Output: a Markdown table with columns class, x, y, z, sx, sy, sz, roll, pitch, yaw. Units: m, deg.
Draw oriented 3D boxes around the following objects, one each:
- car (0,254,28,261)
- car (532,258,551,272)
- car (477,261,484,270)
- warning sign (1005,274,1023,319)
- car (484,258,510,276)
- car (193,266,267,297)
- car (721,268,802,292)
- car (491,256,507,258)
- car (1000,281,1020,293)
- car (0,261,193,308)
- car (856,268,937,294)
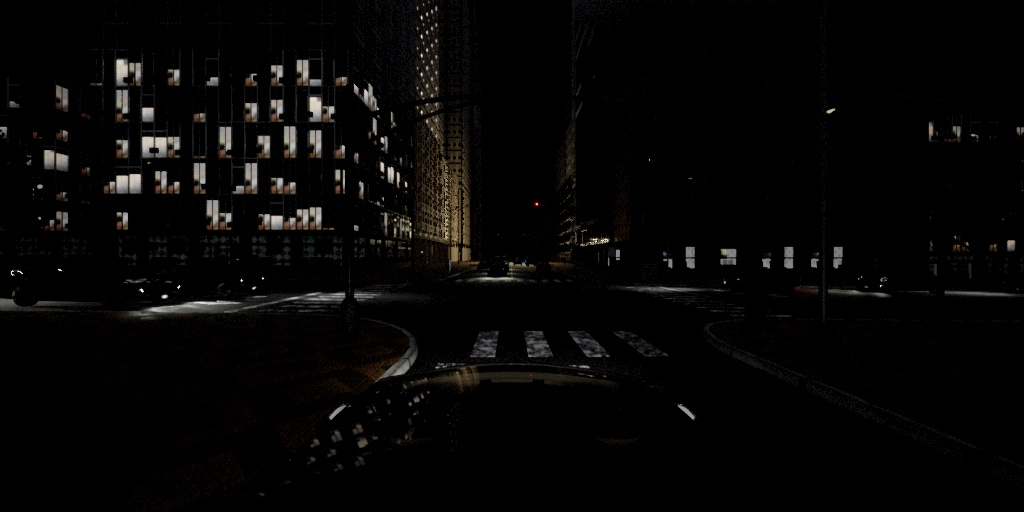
| class | x | y | z | sx | sy | sz | roll | pitch | yaw |
| --- | --- | --- | --- | --- | --- | --- | --- | --- | --- |
| car | -22.915 | 0.706 | 15.919 | 4.553 | 1.767 | 2.097 | 1 | 0 | -3 |
| car | 3.959 | 1.328 | 45.558 | 1.948 | 1.339 | 4.313 | 0 | 0 | 0 |
| car | -3.990 | 1.342 | 51.056 | 1.802 | 1.307 | 4.207 | 0 | 0 | 0 |
| warning sign | 17.282 | 1.204 | 11.746 | 1.060 | 1.860 | 1.300 | 0 | 0 | -3 |
| car | -1.472 | 1.244 | 37.032 | 1.882 | 1.535 | 5.008 | 0 | 0 | 1 |
| car | -14.010 | 1.118 | 16.322 | 4.718 | 1.301 | 1.895 | 1 | 0 | -3 |
| car | 16.902 | 1.569 | 24.442 | 4.902 | 1.511 | 2.128 | 1 | 0 | -3 |
| car | -1.498 | 0.983 | 47.198 | 2.150 | 2.045 | 5.566 | 0 | 0 | 1 |
| car | 37.914 | 2.055 | 25.390 | 4.718 | 1.301 | 1.895 | 1 | 0 | -2 |
| car | -15.289 | 1.042 | 13.042 | 5.357 | 1.411 | 2.033 | 1 | 0 | 0 |
| car | 26.748 | 1.606 | 24.889 | 4.553 | 1.767 | 2.097 | 1 | 0 | -3 |
